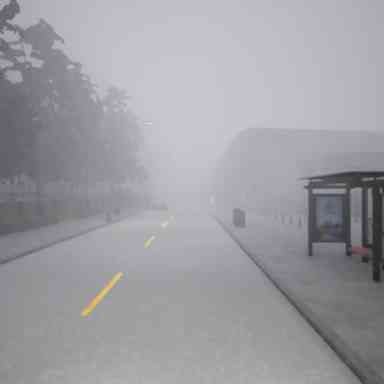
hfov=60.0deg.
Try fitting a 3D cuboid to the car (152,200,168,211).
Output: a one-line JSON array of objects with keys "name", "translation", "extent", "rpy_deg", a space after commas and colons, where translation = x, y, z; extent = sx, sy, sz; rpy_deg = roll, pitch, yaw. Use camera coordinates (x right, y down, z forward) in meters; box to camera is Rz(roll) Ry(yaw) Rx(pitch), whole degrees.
[{"name": "car", "translation": [-4.095, 1.737, 43.341], "extent": [1.812, 1.442, 4.674], "rpy_deg": [0, -1, 0]}]
